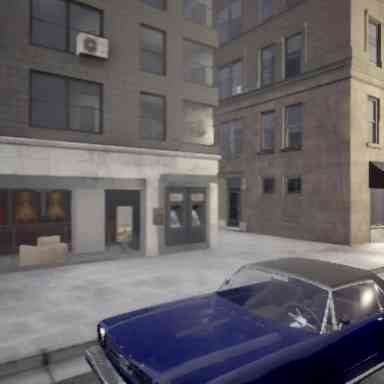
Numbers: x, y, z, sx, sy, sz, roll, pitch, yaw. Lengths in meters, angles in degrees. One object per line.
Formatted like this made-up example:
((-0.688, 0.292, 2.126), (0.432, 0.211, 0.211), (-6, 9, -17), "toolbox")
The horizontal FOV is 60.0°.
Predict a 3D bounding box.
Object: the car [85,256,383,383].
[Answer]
((1.206, 1.622, 4.222), (4.718, 1.301, 1.895), (0, 0, -35), "car")
